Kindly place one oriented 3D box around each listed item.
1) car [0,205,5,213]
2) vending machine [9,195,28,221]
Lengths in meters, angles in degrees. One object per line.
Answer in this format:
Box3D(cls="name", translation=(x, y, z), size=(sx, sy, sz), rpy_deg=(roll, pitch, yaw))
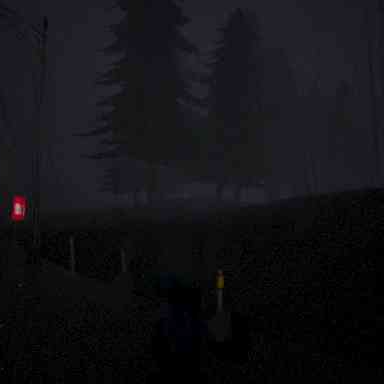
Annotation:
Box3D(cls="car", translation=(-21.554, 1.565, 34.996), size=(2.033, 1.411, 5.357), rpy_deg=(4, -2, -10))
Box3D(cls="vending machine", translation=(-15.172, 1.377, 29.116), size=(1.100, 2.100, 0.880), rpy_deg=(7, 2, -17))
